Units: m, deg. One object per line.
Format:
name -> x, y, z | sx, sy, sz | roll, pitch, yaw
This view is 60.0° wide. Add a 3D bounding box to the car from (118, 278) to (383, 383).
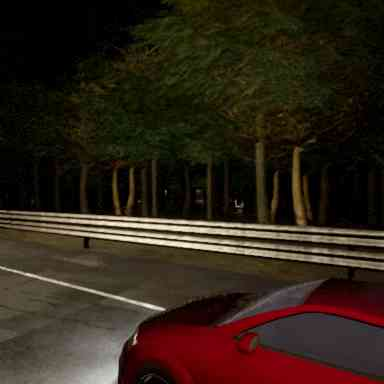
car -> 1.271, 1.567, 3.086 | 4.181, 1.385, 1.994 | 0, 0, 35
